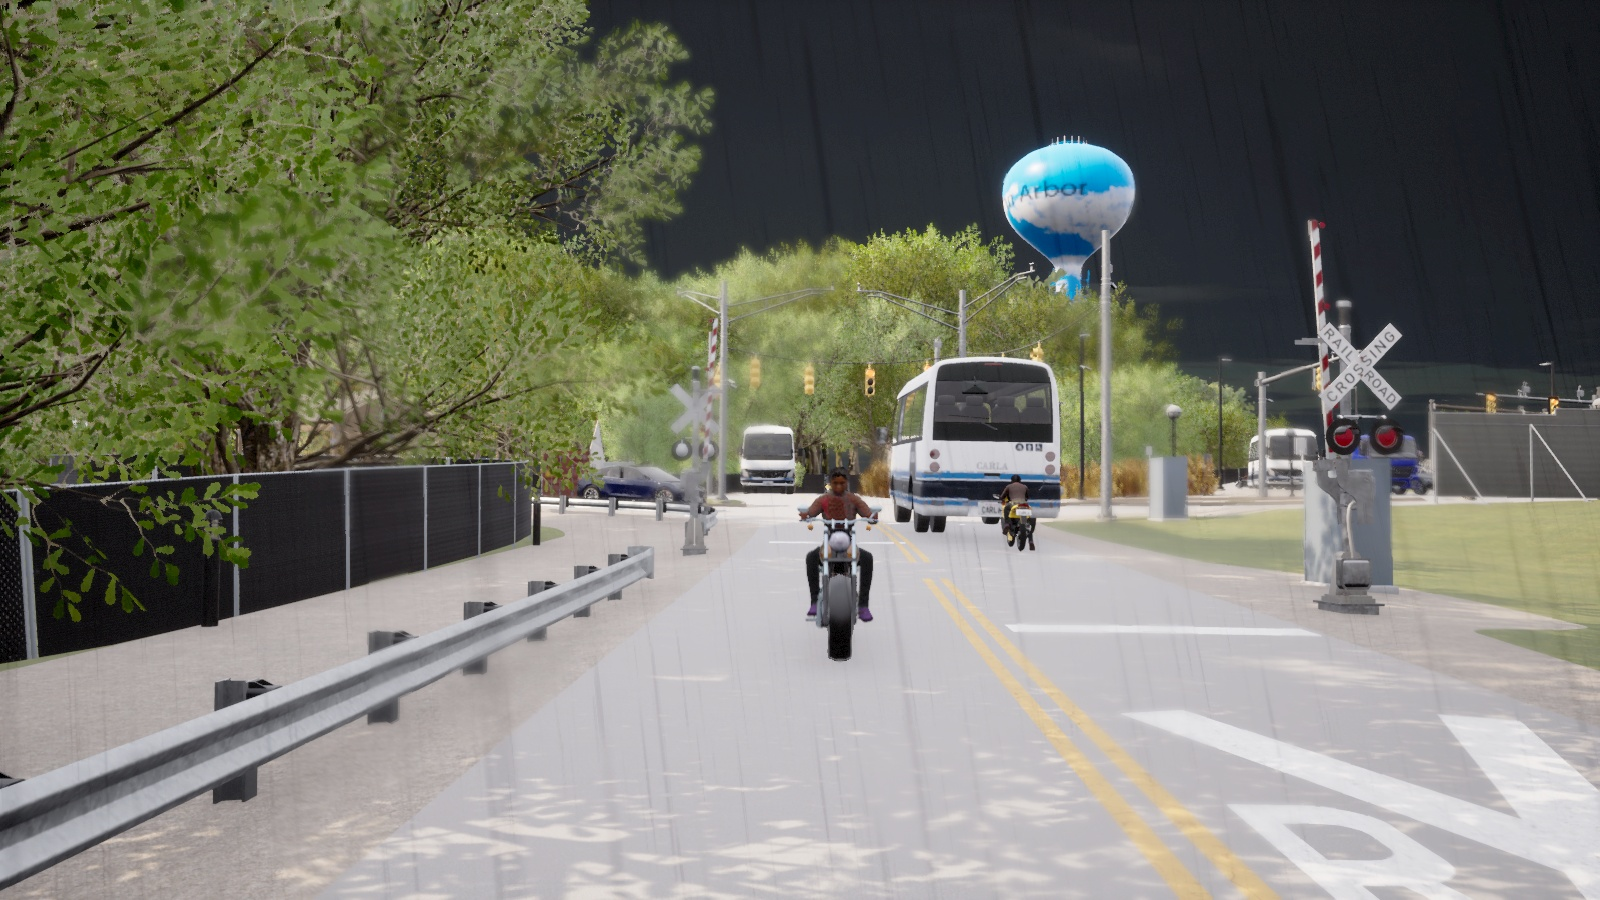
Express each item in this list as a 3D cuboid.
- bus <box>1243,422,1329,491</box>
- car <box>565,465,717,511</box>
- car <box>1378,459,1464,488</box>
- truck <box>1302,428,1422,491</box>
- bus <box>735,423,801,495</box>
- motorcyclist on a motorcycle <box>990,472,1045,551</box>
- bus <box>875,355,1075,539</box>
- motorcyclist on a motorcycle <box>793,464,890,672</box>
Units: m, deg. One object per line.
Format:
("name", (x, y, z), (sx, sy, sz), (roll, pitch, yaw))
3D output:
("bus", (33.059, 0.568, 85.932), (3.944, 4.253, 10.273), (0, -3, 12))
("car", (-5.467, 1.299, 43.212), (4.792, 1.488, 2.163), (0, -2, 28))
("car", (36.099, 1.366, 73.144), (2.152, 1.651, 5.027), (0, -1, -5))
("truck", (32.449, 0.593, 72.946), (2.891, 3.462, 7.936), (0, -1, -5))
("bus", (-1.965, 0.704, 79.988), (3.944, 4.253, 10.273), (0, -2, -1))
("motorcyclist on a motorcycle", (4.380, 1.217, 25.429), (0.797, 1.523, 2.044), (0, -1, 1))
("bus", (4.384, -0.010, 34.388), (3.944, 4.253, 10.273), (1, -1, 0))
("motorcyclist on a motorcycle", (0.358, 0.951, 11.132), (0.766, 1.649, 2.350), (0, -1, 1))
